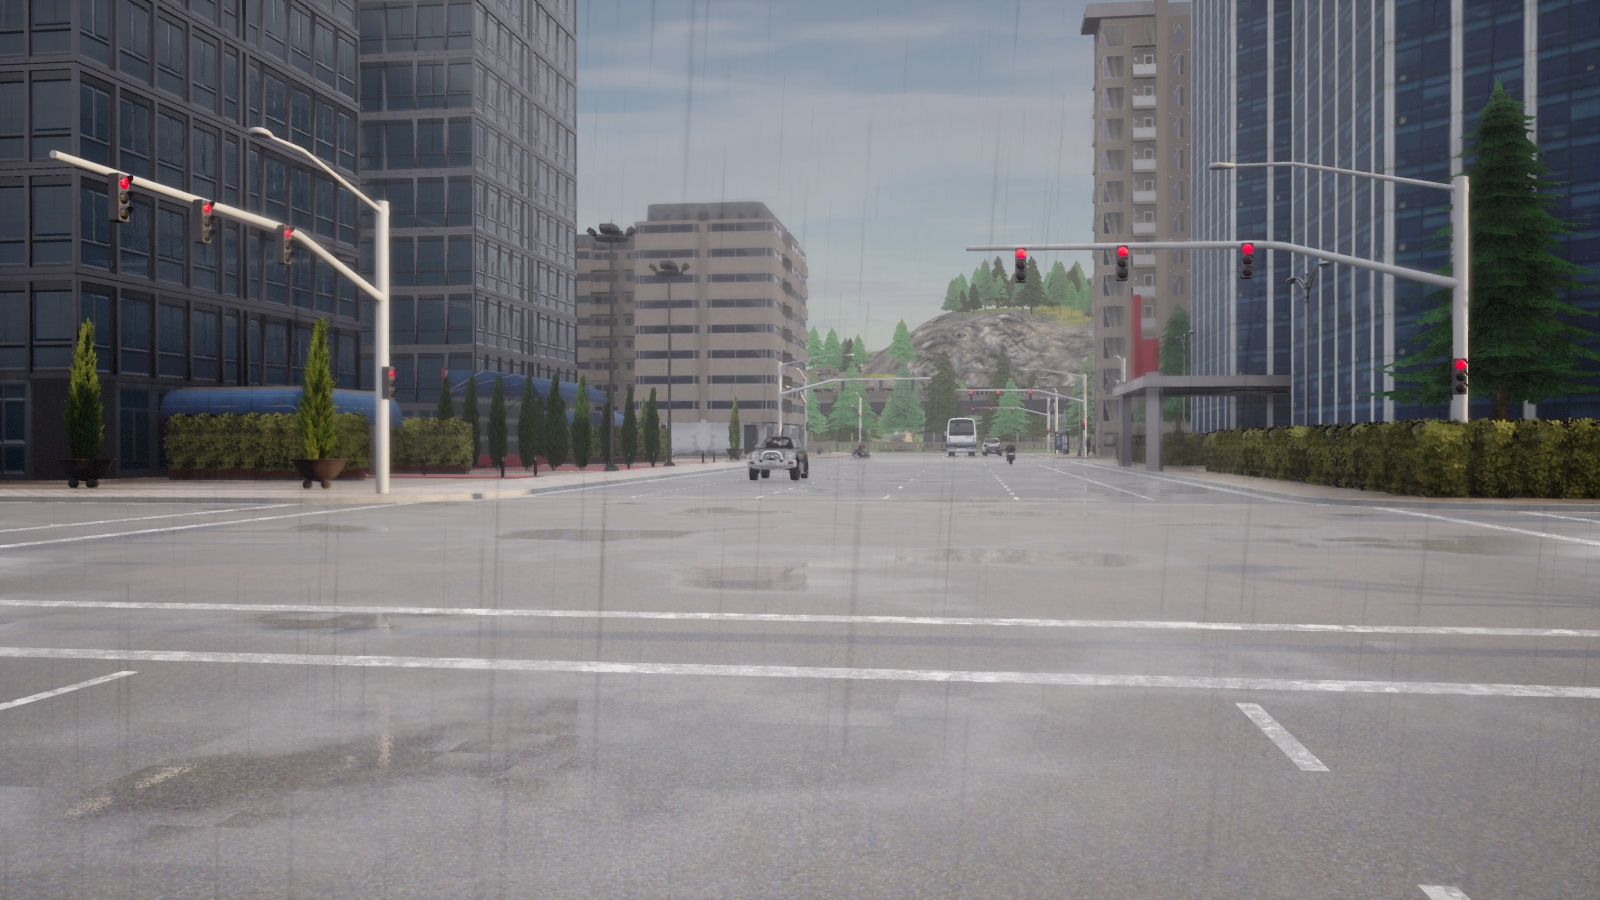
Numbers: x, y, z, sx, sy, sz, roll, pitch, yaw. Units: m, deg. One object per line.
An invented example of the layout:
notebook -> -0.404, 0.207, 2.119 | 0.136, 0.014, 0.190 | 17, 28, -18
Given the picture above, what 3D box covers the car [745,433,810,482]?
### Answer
car -> -0.837, 0.279, 50.301 | 1.932, 1.855, 4.605 | 0, 0, 7
